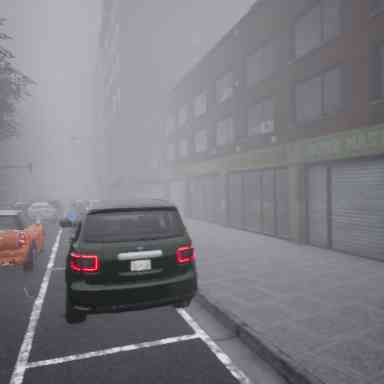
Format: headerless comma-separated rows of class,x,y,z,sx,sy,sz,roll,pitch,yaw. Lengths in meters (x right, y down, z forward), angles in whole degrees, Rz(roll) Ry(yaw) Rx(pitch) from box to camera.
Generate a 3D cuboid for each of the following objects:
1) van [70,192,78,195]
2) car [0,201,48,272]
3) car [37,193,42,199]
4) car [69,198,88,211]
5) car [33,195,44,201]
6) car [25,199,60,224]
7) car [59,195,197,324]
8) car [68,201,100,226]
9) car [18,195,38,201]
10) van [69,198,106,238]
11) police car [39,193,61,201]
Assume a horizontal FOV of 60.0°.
van,-11.505,1.204,33.998,1.690,1.788,3.998,-1,1,-20
car,-5.976,1.353,10.552,2.097,1.767,4.553,-1,1,-20
car,-34.273,1.390,72.007,1.752,1.417,4.829,-1,1,-20
car,-13.421,1.407,39.325,1.947,1.339,4.313,-1,1,-20
car,-38.029,1.368,82.422,1.887,1.381,4.507,-1,1,-20
car,-10.761,1.482,23.827,1.812,1.442,4.674,-1,1,-20
car,-1.668,1.171,7.460,2.150,2.045,5.566,-1,1,-20
car,-7.660,1.448,23.351,1.887,1.381,4.507,-1,1,-20
car,-19.511,1.484,38.865,1.812,1.442,4.674,-1,1,-19
van,-5.743,1.263,18.024,1.690,1.788,3.998,-1,1,-20
police car,-16.129,1.326,38.409,1.930,1.638,5.238,-1,1,-20
